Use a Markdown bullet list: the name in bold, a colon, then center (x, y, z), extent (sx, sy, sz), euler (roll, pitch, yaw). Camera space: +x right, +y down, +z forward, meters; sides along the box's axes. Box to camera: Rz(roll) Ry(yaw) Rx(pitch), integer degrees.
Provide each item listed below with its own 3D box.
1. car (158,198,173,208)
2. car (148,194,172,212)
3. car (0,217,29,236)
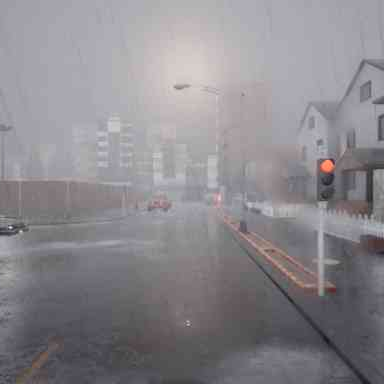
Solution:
- **car**: center (-4.066, 1.688, 51.360), extent (1.895, 1.301, 4.718), euler (0, 0, 0)
- **car**: center (-4.086, 1.291, 41.161), extent (2.150, 2.045, 5.566), euler (0, 0, 0)
- **car**: center (-11.082, 1.575, 16.459), extent (5.357, 1.411, 2.033), euler (0, 0, 1)
